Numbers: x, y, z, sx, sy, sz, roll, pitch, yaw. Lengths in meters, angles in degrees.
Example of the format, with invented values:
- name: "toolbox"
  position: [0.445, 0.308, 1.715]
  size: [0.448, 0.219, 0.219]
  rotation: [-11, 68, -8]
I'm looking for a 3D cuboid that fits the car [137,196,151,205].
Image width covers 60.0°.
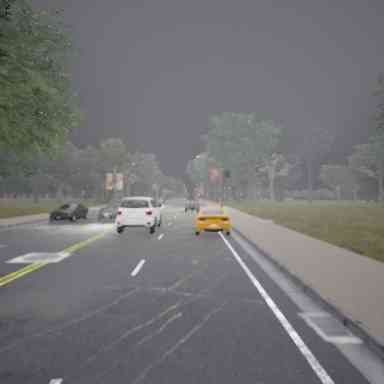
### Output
- name: "car"
  position: [-9.814, 1.784, 68.187]
  size: [2.097, 1.767, 4.553]
  rotation: [0, -1, 0]

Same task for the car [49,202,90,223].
- name: "car"
  position: [-9.870, 1.623, 27.050]
  size: [1.882, 1.535, 5.008]
  rotation: [0, 0, 0]

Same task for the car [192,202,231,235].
- name: "car"
  position: [1.121, 1.584, 19.529]
  size: [1.882, 1.535, 5.008]
  rotation: [0, 0, 0]

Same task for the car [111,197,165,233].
- name: "car"
  position: [-3.166, 1.334, 20.721]
  size: [2.150, 2.045, 5.566]
  rotation: [0, 0, 0]

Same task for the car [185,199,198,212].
- name: "car"
  position: [0.021, 1.786, 43.339]
  size: [2.033, 1.411, 5.357]
  rotation: [0, 0, 0]

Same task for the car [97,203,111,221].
- name: "car"
  position: [-6.621, 1.643, 28.348]
  size: [2.128, 1.511, 4.902]
  rotation: [0, 0, 0]

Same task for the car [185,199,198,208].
- name: "car"
  position: [-0.050, 1.881, 56.497]
  size: [2.033, 1.411, 5.357]
  rotation: [0, 0, 0]
